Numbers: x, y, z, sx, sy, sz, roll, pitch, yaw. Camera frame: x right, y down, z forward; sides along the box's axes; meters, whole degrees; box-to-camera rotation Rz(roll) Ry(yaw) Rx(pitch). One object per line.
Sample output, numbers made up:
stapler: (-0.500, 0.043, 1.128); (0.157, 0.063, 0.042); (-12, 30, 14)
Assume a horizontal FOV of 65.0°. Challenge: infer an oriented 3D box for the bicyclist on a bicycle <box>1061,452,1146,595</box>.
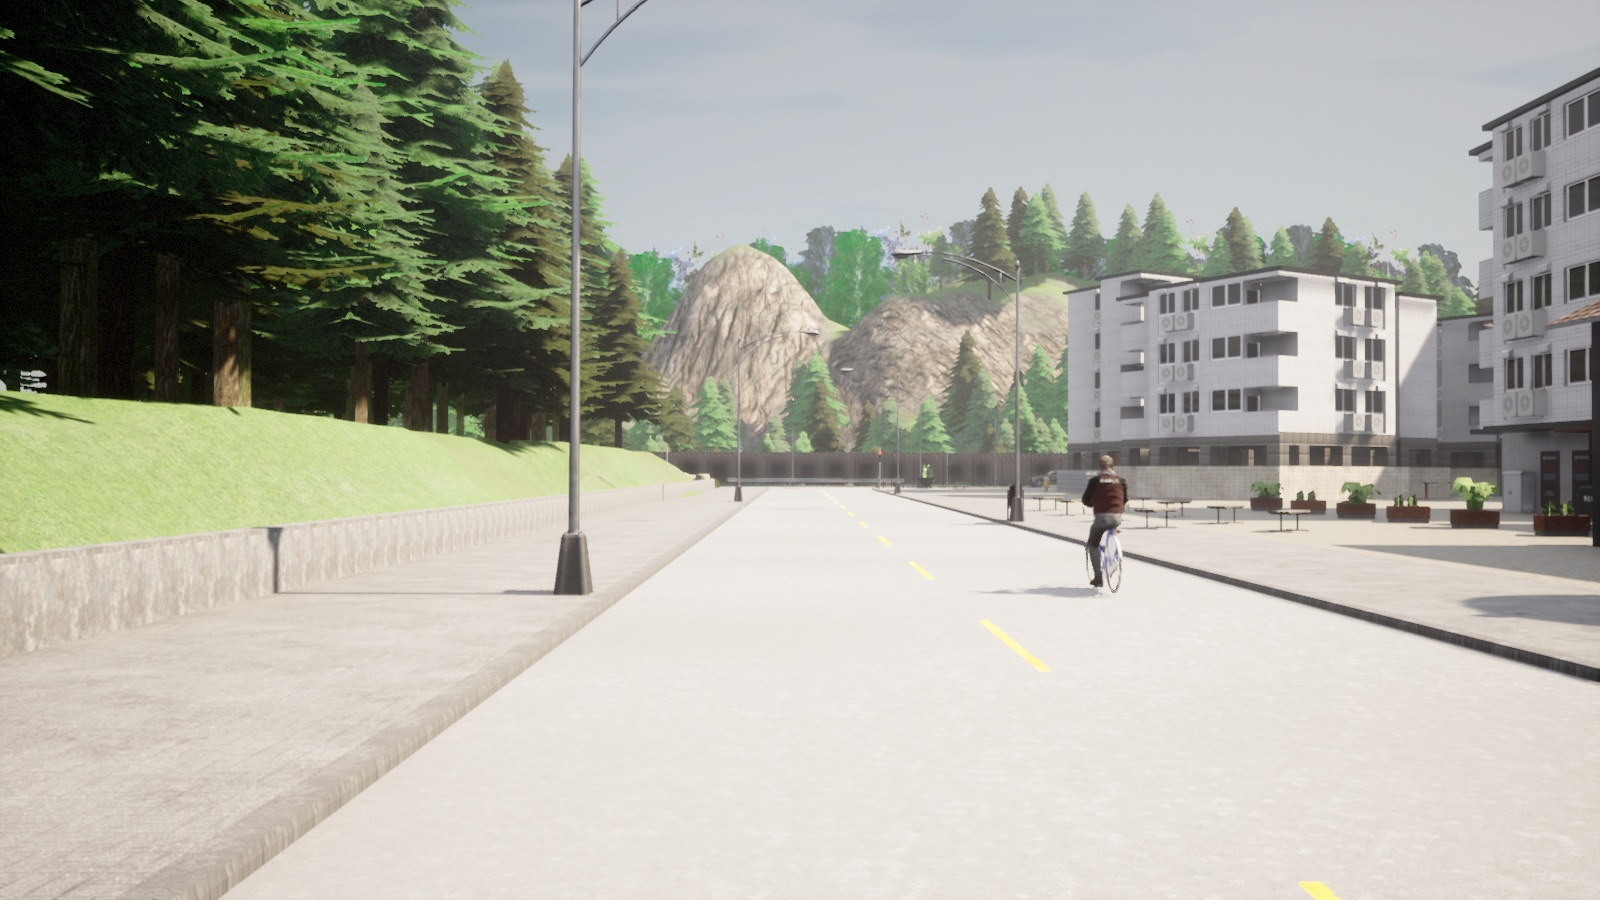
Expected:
bicyclist on a bicycle: (3.958, 0.920, 16.497); (0.659, 1.776, 1.843); (0, -1, 0)
